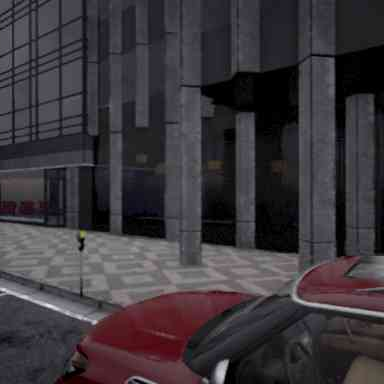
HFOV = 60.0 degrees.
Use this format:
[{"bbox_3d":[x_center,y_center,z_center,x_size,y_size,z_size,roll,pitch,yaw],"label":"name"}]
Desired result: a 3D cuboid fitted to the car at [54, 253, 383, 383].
[{"bbox_3d":[1.332,1.316,1.910,5.009,1.841,2.192,0,0,35],"label":"car"}]
